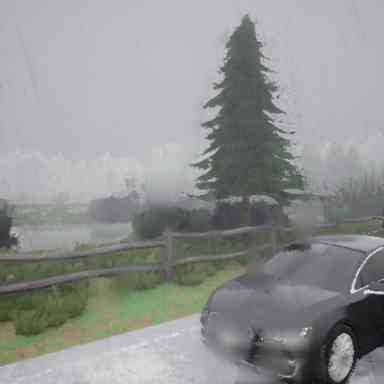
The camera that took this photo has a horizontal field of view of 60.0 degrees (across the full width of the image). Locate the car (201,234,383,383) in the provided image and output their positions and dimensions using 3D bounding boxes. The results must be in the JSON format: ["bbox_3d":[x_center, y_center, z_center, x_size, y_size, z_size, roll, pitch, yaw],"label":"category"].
[{"bbox_3d":[2.361,1.517,5.421,4.892,1.490,1.837,0,0,-37],"label":"car"}]
